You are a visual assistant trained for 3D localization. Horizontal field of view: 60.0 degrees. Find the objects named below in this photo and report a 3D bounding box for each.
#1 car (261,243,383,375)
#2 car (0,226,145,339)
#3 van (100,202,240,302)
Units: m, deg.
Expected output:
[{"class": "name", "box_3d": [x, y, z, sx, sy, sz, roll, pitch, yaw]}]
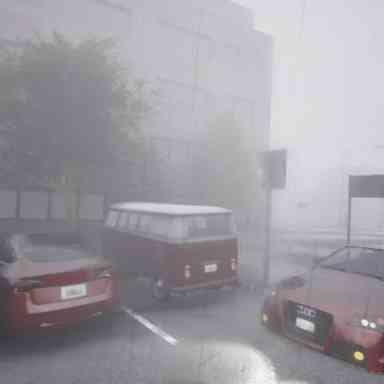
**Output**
[{"class": "car", "box_3d": [3.130, 1.609, 5.558, 4.181, 1.385, 1.994, 1, -1, -35]}, {"class": "car", "box_3d": [-3.092, 1.510, 6.797, 2.163, 1.488, 4.792, 0, 0, -35]}, {"class": "van", "box_3d": [-0.873, 1.277, 8.486, 1.878, 1.987, 4.442, 0, 0, -35]}]
